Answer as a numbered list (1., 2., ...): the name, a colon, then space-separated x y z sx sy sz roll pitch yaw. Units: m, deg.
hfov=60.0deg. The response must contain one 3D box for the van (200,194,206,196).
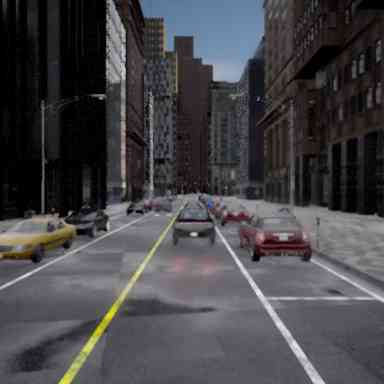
1. van: 2.834 1.477 63.133 1.690 1.788 3.998 0 0 0

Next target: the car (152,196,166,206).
1. car: -5.688 1.563 57.479 1.967 1.590 4.097 0 0 0

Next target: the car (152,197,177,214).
1. car: -3.108 1.626 37.400 2.033 1.411 5.357 0 0 0

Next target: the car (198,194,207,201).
1. car: 2.828 1.512 91.376 2.192 1.841 5.009 0 0 0

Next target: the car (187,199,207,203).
1. car: 0.086 1.631 31.921 1.994 1.385 4.181 0 0 0

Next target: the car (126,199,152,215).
1. car: -5.682 1.639 34.883 1.947 1.339 4.313 0 0 0

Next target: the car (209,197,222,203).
1. car: 2.844 1.501 29.241 1.967 1.590 4.097 0 0 0

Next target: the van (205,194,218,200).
1. van: 2.841 1.427 40.539 1.690 1.788 3.998 0 0 0

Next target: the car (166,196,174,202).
1. car: -5.695 1.731 85.723 1.887 1.381 4.507 0 0 0

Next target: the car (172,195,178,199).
1. car: -3.020 1.498 78.530 1.895 1.301 4.718 0 0 0

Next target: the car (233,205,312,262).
1. car: 2.848 1.465 12.296 1.967 1.590 4.097 0 0 0

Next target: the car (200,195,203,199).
1. car: 2.837 1.689 57.484 1.947 1.339 4.313 0 0 0

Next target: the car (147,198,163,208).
1. car: -5.686 1.661 51.830 2.008 1.369 4.403 0 0 0

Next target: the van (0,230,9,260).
1. van: -5.676 1.354 6.640 1.690 1.788 3.998 0 0 0

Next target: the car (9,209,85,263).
1. car: -5.676 1.550 12.118 1.752 1.417 4.829 0 0 0

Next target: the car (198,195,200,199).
1. car: 2.834 1.694 68.782 1.887 1.381 4.507 0 0 0

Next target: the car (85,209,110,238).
1. car: -5.677 1.602 17.937 1.947 1.339 4.313 0 0 0

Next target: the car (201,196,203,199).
1. car: 2.839 1.655 51.836 1.887 1.381 4.507 0 0 0

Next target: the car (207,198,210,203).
1. car: 2.843 1.618 34.890 1.887 1.381 4.507 0 0 0

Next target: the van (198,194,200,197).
1. van: 2.832 1.504 74.430 1.690 1.788 3.998 0 0 0

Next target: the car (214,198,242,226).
1. car: 2.845 1.489 23.593 1.967 1.590 4.097 0 0 0

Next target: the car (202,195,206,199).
1. car: 2.840 1.538 46.187 1.967 1.590 4.097 0 0 0

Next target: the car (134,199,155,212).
1. car: -5.683 1.630 40.532 1.887 1.381 4.507 0 0 0

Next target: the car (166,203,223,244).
1. car: 0.089 1.524 16.015 2.128 1.511 4.902 0 0 0
